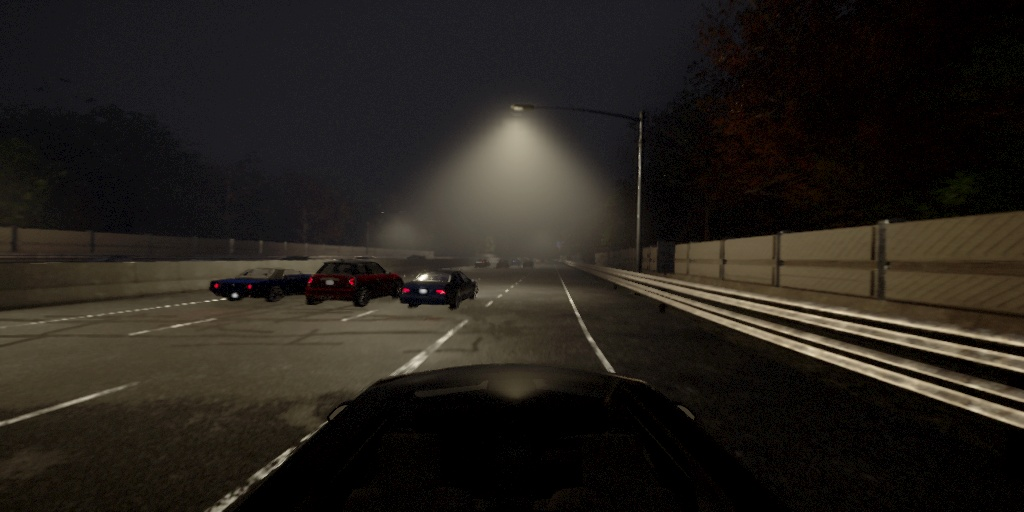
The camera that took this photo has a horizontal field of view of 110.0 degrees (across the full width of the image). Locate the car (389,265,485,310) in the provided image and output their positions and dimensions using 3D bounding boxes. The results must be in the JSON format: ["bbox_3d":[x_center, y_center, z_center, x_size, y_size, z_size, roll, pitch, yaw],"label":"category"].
[{"bbox_3d":[-2.750,1.254,14.618,2.033,1.411,5.357,1,0,6],"label":"car"}]

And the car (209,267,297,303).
[{"bbox_3d":[-9.732,1.135,15.102,1.895,1.301,4.718,1,0,6],"label":"car"}]

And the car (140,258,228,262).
[{"bbox_3d":[-19.539,0.854,22.776,2.033,1.411,5.357,1,0,6],"label":"car"}]

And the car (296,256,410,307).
[{"bbox_3d":[-6.235,0.972,14.813,2.097,1.767,4.553,1,0,6],"label":"car"}]

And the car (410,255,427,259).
[{"bbox_3d":[-15.571,0.797,58.479,2.150,2.045,5.566,1,0,6],"label":"car"}]

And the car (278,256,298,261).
[{"bbox_3d":[-24.596,0.719,40.689,1.837,1.490,4.892,1,0,7],"label":"car"}]

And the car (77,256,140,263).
[{"bbox_3d":[-26.485,0.700,23.580,1.994,1.385,4.181,1,0,6],"label":"car"}]

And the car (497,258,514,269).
[{"bbox_3d":[-1.358,1.315,59.742,2.128,1.511,4.902,1,0,6],"label":"car"}]

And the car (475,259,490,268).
[{"bbox_3d":[-4.847,1.229,60.030,2.128,1.511,4.902,1,0,6],"label":"car"}]
